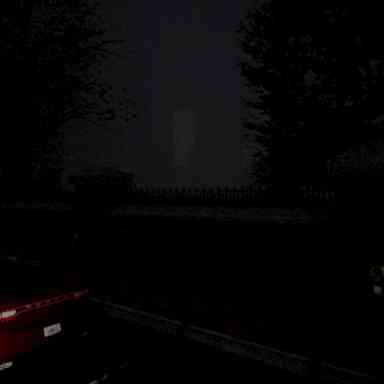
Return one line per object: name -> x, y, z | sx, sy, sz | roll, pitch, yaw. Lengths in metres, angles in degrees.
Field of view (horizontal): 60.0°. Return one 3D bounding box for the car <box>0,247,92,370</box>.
car -> -3.537, 1.578, 5.410 | 4.507, 1.381, 1.887 | 0, 0, 36
